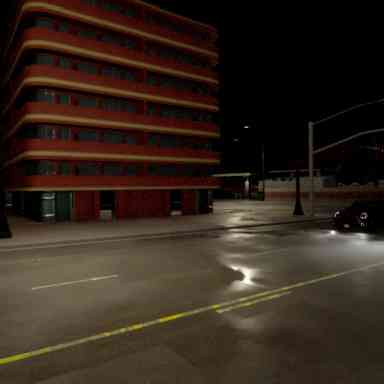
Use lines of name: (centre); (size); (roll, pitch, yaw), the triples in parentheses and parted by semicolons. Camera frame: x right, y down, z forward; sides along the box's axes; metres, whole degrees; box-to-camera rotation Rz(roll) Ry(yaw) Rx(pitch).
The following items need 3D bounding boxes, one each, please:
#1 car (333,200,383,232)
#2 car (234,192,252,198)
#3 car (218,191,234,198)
car: (10.461, 1.297, 19.912); (4.553, 1.767, 2.097); (0, 0, -35)
car: (12.959, 0.819, 81.994); (3.806, 1.475, 1.970); (-1, 1, -35)
car: (8.988, 0.672, 86.216); (4.611, 1.667, 2.242); (-1, 1, -35)
